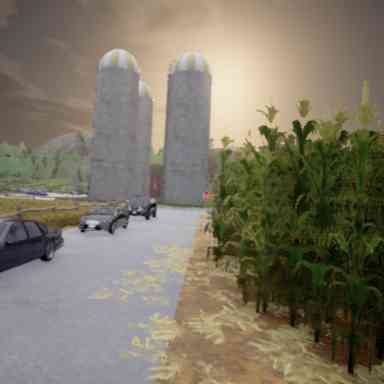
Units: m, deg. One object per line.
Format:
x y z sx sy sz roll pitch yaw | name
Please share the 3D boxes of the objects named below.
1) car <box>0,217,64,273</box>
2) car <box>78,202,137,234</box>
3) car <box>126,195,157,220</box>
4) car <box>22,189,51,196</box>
-5.453 1.445 9.338 2.033 1.411 5.357 3 -1 2 | car
-5.033 1.514 19.547 2.128 1.511 4.902 3 0 2 | car
-4.555 1.332 29.969 2.150 2.045 5.566 3 0 3 | car
-36.413 0.072 78.056 4.611 1.667 2.242 3 0 2 | car
